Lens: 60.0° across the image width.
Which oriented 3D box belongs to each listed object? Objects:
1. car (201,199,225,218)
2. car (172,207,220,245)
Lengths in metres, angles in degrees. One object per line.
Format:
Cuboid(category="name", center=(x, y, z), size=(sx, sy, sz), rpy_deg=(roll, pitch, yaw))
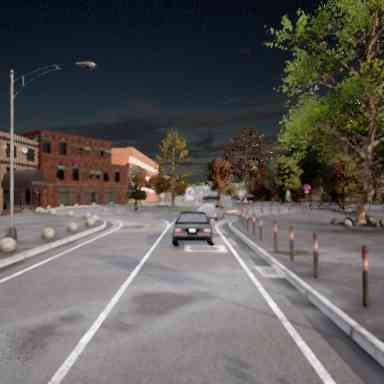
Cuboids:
Cuboid(category="car", center=(1.723, 1.706, 29.966), size=(1.812, 1.442, 4.674), rpy_deg=(0, 1, 17))
Cuboid(category="car", center=(0.088, 1.649, 16.151), size=(2.033, 1.411, 5.357), rpy_deg=(0, -1, 2))
